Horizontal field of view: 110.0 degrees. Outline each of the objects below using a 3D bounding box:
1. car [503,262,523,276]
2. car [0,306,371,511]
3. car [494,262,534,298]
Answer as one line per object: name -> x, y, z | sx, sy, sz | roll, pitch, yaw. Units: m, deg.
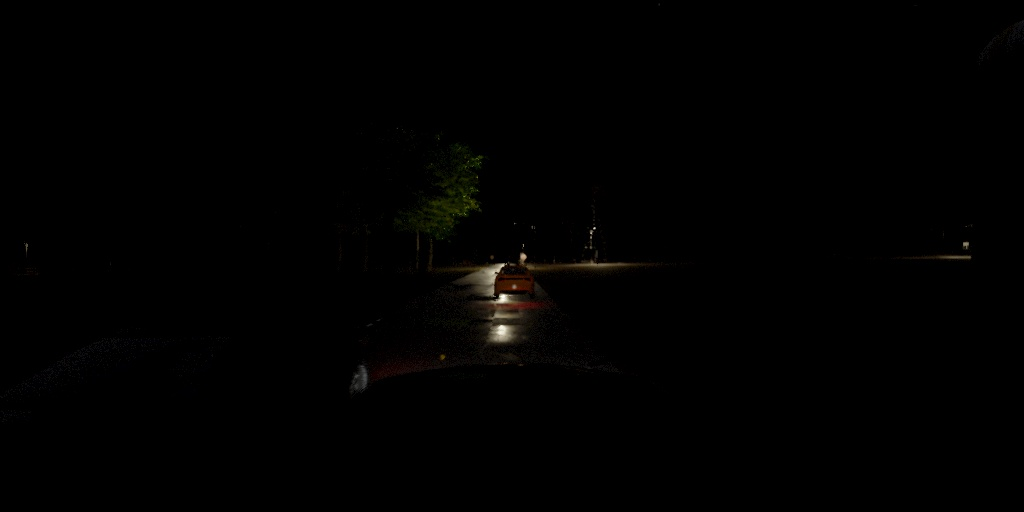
car -> 0.117, 1.320, 37.498 | 1.994, 1.385, 4.181 | 0, 0, 0
car -> -2.848, 1.275, 3.267 | 1.812, 1.442, 4.674 | 0, 0, 0
car -> 0.109, 1.224, 18.502 | 1.882, 1.535, 5.008 | 0, 0, 0
